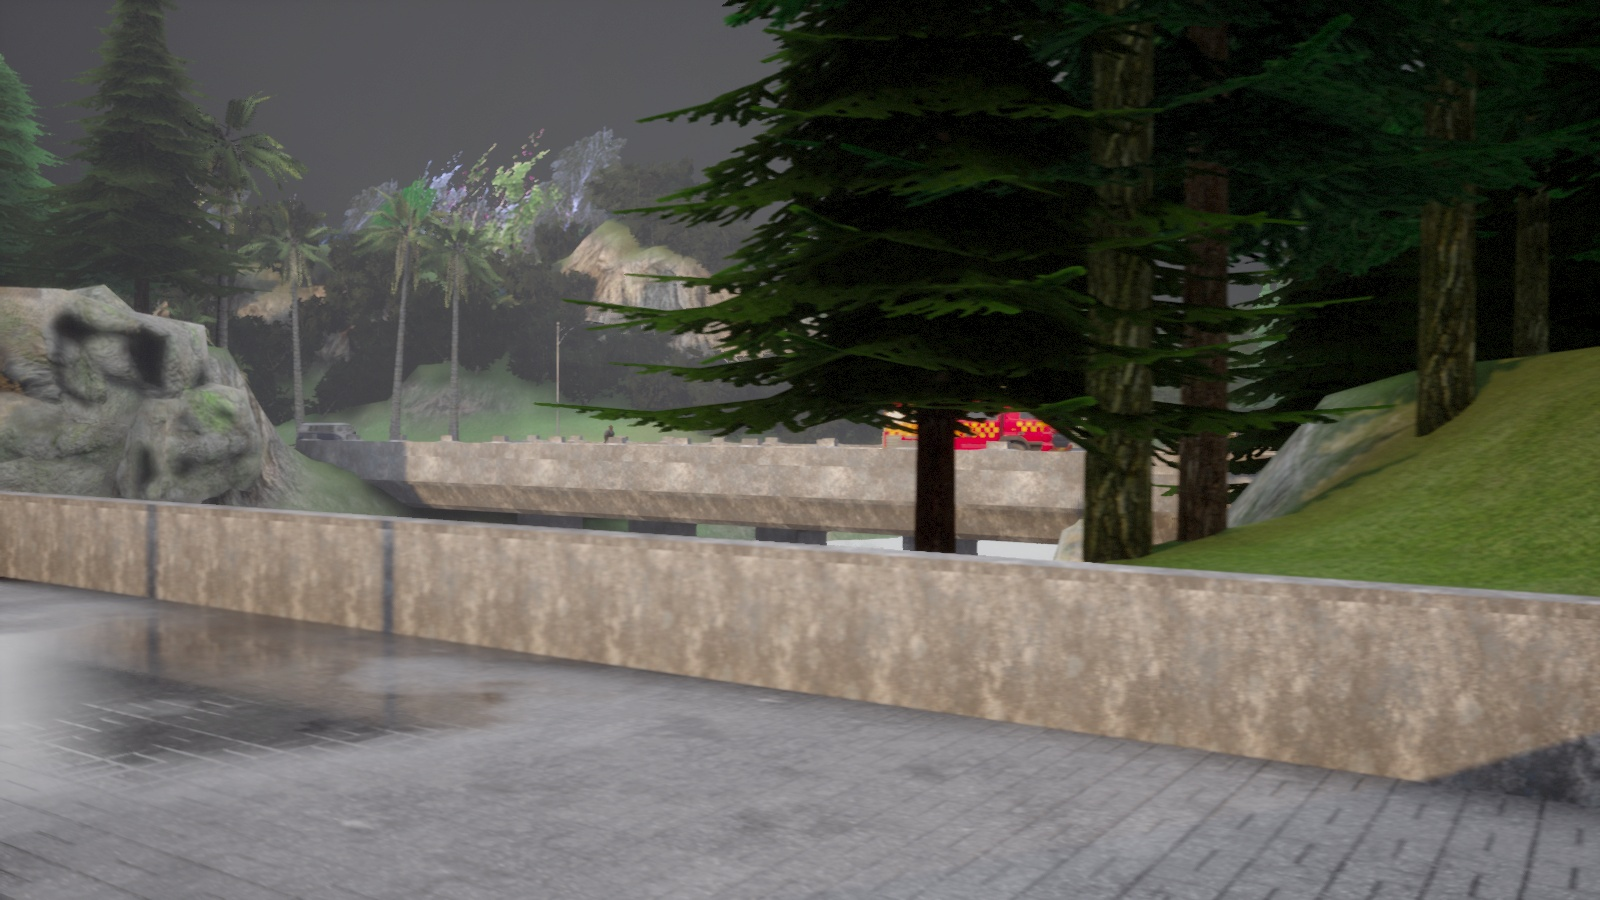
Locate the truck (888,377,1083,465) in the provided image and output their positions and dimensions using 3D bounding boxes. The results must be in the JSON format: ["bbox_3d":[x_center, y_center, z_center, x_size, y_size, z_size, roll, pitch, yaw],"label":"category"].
[{"bbox_3d":[8.494,-1.272,58.012,8.468,3.827,2.891,0,1,34],"label":"truck"}]

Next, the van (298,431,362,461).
[{"bbox_3d":[-31.724,-0.295,84.710,4.442,1.987,1.775,0,1,34],"label":"van"}]
